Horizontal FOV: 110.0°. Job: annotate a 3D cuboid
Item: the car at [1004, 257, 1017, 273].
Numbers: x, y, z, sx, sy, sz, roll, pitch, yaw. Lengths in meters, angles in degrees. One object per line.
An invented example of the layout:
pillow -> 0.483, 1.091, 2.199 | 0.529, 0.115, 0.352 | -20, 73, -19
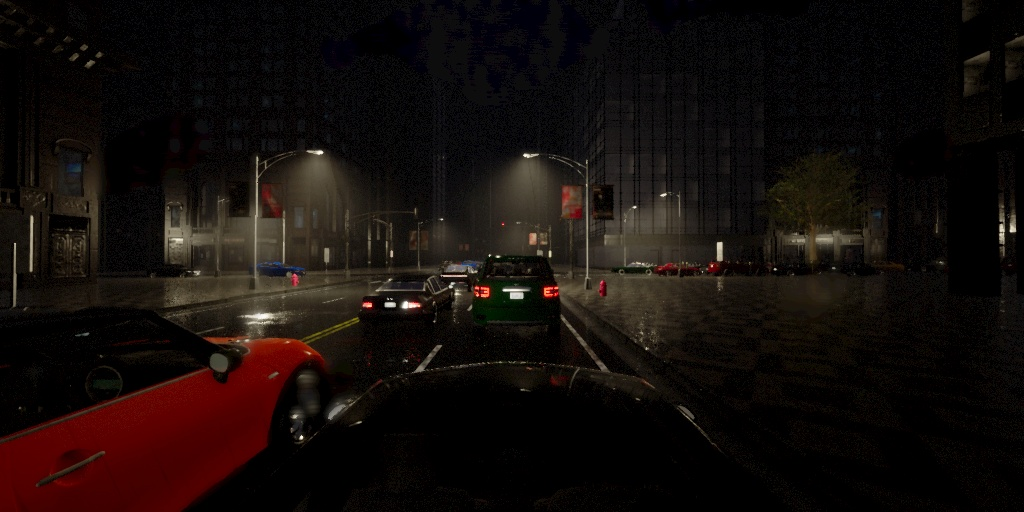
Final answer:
car -> 49.196, 0.971, 33.792 | 5.009, 1.841, 2.192 | 0, 0, -1

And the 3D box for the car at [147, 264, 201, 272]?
car -> -33.306, 1.500, 35.439 | 4.674, 1.442, 1.812 | 0, -1, 0

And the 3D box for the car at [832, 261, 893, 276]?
car -> 32.280, 1.258, 33.556 | 4.313, 1.339, 1.948 | 0, 0, -1

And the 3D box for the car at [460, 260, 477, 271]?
car -> -6.504, 1.454, 53.861 | 1.882, 1.535, 5.008 | 0, 0, 0

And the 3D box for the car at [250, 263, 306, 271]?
car -> -23.041, 1.405, 35.416 | 5.008, 1.535, 1.882 | 0, -1, 0

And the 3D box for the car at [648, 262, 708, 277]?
car -> 15.367, 1.325, 33.322 | 4.207, 1.307, 1.802 | 0, 0, -1

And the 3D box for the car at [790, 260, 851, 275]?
car -> 33.763, 1.248, 39.341 | 4.902, 1.511, 2.128 | 0, -1, -1

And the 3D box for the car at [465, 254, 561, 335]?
car -> 0.114, 0.978, 10.620 | 2.150, 2.045, 5.566 | 0, 0, 0

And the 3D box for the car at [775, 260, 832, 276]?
car -> 26.643, 1.274, 33.478 | 4.313, 1.339, 1.948 | 0, 0, -1

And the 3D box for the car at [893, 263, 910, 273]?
car -> 43.274, 1.293, 42.235 | 4.829, 1.417, 1.751 | 0, 0, -1

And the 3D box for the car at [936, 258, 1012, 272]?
car -> 46.784, 1.196, 36.334 | 4.892, 1.490, 1.837 | 0, -1, -1

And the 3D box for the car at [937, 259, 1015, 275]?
car -> 43.557, 1.212, 33.714 | 4.507, 1.381, 1.888 | 0, 0, -1

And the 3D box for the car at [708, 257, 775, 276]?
car -> 21.006, 1.039, 33.400 | 5.009, 1.841, 2.192 | 0, 0, -1

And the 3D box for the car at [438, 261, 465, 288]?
car -> -3.123, 1.279, 21.441 | 2.128, 1.511, 4.902 | 0, 0, 0

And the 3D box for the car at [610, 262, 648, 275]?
car -> 13.211, 1.420, 39.067 | 4.718, 1.301, 1.895 | 0, -1, 0

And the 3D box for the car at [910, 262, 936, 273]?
car -> 49.084, 1.323, 42.316 | 4.313, 1.339, 1.948 | 0, 0, -1

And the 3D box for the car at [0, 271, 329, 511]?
car -> -3.147, 1.102, 2.293 | 2.097, 1.767, 4.553 | 0, 0, 0

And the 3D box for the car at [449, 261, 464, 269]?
car -> -9.716, 1.568, 63.168 | 1.812, 1.442, 4.674 | 0, 0, 1

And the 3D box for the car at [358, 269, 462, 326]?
car -> -3.121, 1.306, 11.704 | 2.033, 1.411, 5.357 | 0, 0, 0

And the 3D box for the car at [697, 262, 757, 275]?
car -> 23.461, 1.333, 39.214 | 5.357, 1.411, 2.033 | 0, -1, -1
